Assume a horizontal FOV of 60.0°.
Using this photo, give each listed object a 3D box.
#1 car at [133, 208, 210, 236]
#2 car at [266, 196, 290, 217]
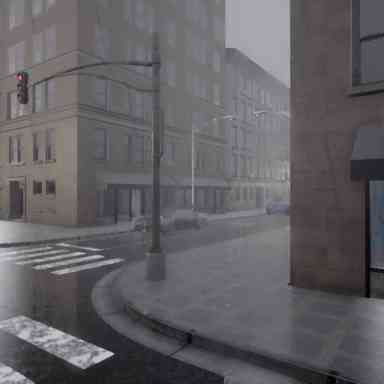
[{"bbox_3d":[-0.966,1.641,19.504,2.033,1.411,5.357,0,0,35],"label":"car"},{"bbox_3d":[9.542,1.416,34.266,2.150,2.045,5.566,0,-1,36],"label":"car"}]
